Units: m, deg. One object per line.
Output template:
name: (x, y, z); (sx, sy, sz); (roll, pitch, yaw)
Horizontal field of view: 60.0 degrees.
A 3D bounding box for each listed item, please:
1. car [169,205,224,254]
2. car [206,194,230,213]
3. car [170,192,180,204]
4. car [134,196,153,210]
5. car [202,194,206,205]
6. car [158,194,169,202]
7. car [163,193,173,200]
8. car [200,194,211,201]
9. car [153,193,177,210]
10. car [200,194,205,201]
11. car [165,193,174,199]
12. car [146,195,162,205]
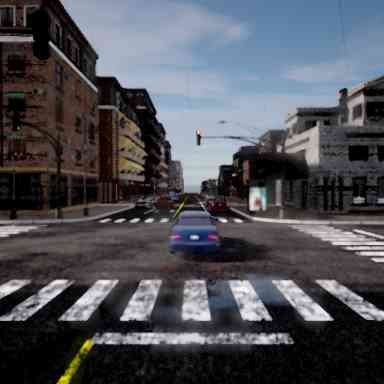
car: (0.094, 1.480, 13.239); (2.033, 1.411, 5.357); (0, 1, 0)
car: (2.694, 1.231, 33.228); (1.967, 1.590, 4.097); (0, 0, 0)
car: (-3.039, 1.209, 56.571); (2.033, 1.411, 5.357); (0, 0, 1)
car: (-5.684, 1.309, 38.916); (2.008, 1.369, 4.403); (0, 0, 0)
car: (2.698, 1.309, 44.622); (1.802, 1.307, 4.206); (0, 0, 0)
car: (-5.676, 1.131, 67.228); (1.752, 1.417, 4.829); (0, 0, 0)
car: (-5.674, 0.989, 78.790); (1.967, 1.590, 4.097); (0, 0, 0)
car: (2.705, 1.156, 67.409); (2.008, 1.369, 4.403); (-1, 0, 0)
car: (-3.082, 1.237, 38.746); (1.882, 1.535, 5.008); (0, 0, 0)
car: (2.700, 1.246, 50.319); (2.008, 1.369, 4.403); (0, 0, 0)
car: (-5.671, 1.048, 84.317); (1.752, 1.417, 4.829); (-1, 0, 0)
car: (-5.680, 1.246, 50.309); (2.008, 1.369, 4.403); (0, 0, 0)
